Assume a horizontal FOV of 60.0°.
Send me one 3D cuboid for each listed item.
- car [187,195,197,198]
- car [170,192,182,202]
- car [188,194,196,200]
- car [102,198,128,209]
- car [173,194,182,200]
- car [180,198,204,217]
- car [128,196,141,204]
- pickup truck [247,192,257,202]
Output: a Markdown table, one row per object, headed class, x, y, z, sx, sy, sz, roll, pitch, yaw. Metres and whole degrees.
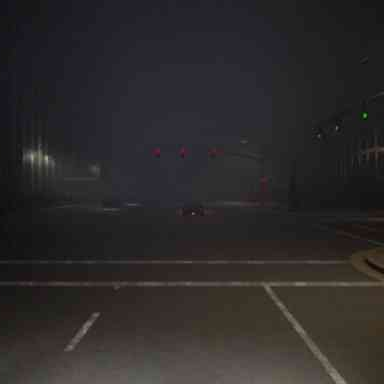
| class | x | y | z | sx | sy | sz | roll | pitch | yaw |
| --- | --- | --- | --- | --- | --- | --- | --- | --- | --- |
| car | -0.016 | 1.393 | 70.966 | 2.033 | 1.411 | 5.357 | 0 | 0 | 0 |
| car | -3.516 | 1.078 | 70.593 | 2.150 | 2.045 | 5.566 | 0 | 0 | 0 |
| car | -0.019 | 1.261 | 81.287 | 1.895 | 1.301 | 4.718 | 0 | 0 | 0 |
| car | -10.591 | 1.460 | 44.800 | 2.033 | 1.411 | 5.357 | 0 | 0 | 0 |
| car | -3.519 | 1.261 | 81.287 | 1.895 | 1.301 | 4.718 | 0 | 0 | 0 |
| car | 0.092 | 1.541 | 30.472 | 1.895 | 1.301 | 4.718 | 0 | 0 | 0 |
| car | -10.548 | 1.445 | 60.670 | 1.994 | 1.385 | 4.181 | 0 | 0 | 1 |
| pickup truck | 13.106 | 0.930 | 66.707 | 2.390 | 2.098 | 6.274 | 0 | 0 | 30 |
